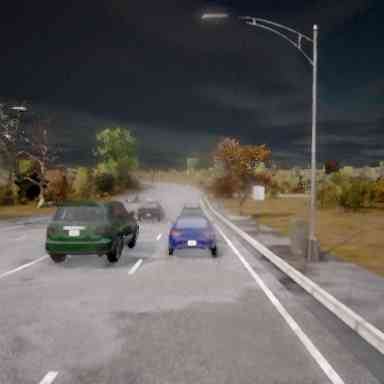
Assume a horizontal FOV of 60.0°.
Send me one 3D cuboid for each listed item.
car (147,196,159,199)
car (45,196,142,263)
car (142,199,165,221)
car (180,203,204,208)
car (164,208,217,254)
[{"bbox_3d":[-7.071,1.339,59.086,1.895,1.301,4.718,0,3,1],"label":"car"},{"bbox_3d":[-3.495,1.324,12.581,2.150,2.045,5.566,0,0,0],"label":"car"},{"bbox_3d":[-3.482,1.705,29.281,1.882,1.535,5.008,0,0,0],"label":"car"},{"bbox_3d":[0.011,1.715,28.553,2.128,1.511,4.902,0,0,0],"label":"car"},{"bbox_3d":[0.018,1.634,13.926,1.812,1.442,4.674,0,0,0],"label":"car"}]
